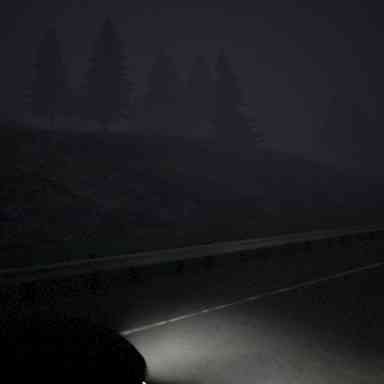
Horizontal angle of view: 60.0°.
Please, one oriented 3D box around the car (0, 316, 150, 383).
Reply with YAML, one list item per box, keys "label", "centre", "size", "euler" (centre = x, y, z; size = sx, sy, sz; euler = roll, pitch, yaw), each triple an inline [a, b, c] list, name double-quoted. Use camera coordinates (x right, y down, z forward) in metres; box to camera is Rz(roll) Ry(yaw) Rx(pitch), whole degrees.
- label: "car"
  centre: [-2.566, 1.512, 1.916]
  size: [4.892, 1.490, 1.837]
  euler: [0, 0, -36]
